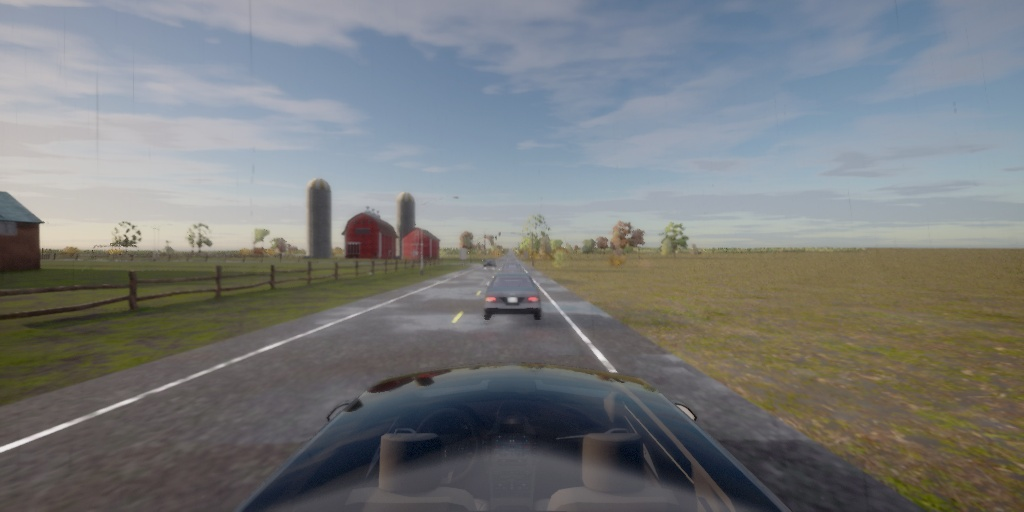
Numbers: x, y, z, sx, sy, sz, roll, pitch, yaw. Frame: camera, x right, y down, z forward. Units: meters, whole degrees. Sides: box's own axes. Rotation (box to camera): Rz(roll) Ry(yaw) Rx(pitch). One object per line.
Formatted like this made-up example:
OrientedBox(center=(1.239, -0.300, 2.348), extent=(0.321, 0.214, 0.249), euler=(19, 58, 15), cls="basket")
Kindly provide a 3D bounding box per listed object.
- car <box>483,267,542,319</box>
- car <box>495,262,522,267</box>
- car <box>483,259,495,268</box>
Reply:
OrientedBox(center=(0.022, 1.273, 12.592), extent=(2.033, 1.411, 5.357), euler=(0, 0, 0), cls="car")
OrientedBox(center=(0.018, 1.236, 27.550), extent=(2.033, 1.411, 5.357), euler=(0, 0, 0), cls="car")
OrientedBox(center=(-3.558, 1.163, 57.269), extent=(1.994, 1.385, 4.181), euler=(0, 0, 0), cls="car")
